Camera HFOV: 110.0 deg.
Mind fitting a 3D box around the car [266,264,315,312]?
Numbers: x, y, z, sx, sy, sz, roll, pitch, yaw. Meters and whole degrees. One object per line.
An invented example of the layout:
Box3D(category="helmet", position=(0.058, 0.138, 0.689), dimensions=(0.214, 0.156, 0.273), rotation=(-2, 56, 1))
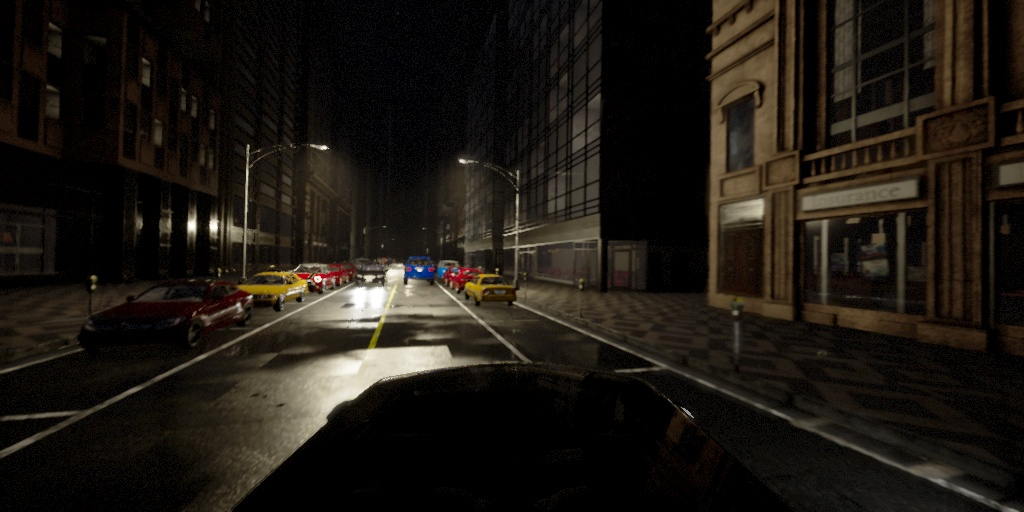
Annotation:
Box3D(category="car", position=(-9.226, 1.207, 13.721), dimensions=(1.751, 1.417, 4.829), rotation=(0, 0, -16))

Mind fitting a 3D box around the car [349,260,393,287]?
Box3D(category="car", position=(-9.788, 1.284, 25.269), dimensions=(2.128, 1.511, 4.902), rotation=(1, -1, -16))

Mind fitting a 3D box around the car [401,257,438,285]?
Box3D(category="car", position=(-7.160, 1.096, 27.548), dimensions=(2.150, 2.045, 5.566), rotation=(1, -1, -16))

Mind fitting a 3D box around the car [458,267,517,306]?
Box3D(category="car", position=(-1.143, 1.409, 16.446), dimensions=(1.751, 1.417, 4.829), rotation=(0, 0, -16))

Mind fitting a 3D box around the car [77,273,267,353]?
Box3D(category="car", position=(-7.702, 1.239, 8.508), dimensions=(1.802, 1.307, 4.207), rotation=(0, 0, -16))

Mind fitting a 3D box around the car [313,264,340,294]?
Box3D(category="car", position=(-10.846, 1.146, 19.261), dimensions=(1.967, 1.591, 4.097), rotation=(0, 0, -16))

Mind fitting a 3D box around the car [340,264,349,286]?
Box3D(category="car", position=(-12.418, 1.275, 24.638), dimensions=(1.888, 1.381, 4.507), rotation=(0, 0, -16))

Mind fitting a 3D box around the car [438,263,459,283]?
Box3D(category="car", position=(-4.240, 1.477, 27.037), dimensions=(1.888, 1.381, 4.507), rotation=(0, 0, -16))

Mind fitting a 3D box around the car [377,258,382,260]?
Box3D(category="car", position=(-20.278, 1.292, 51.521), dimensions=(1.967, 1.591, 4.097), rotation=(0, 0, -16))

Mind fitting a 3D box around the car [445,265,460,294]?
Box3D(category="car", position=(-2.668, 1.453, 21.660), dimensions=(1.888, 1.381, 4.507), rotation=(0, 0, -16))

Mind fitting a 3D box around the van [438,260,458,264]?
Box3D(category="van", position=(-5.812, 1.297, 32.414), dimensions=(1.690, 1.789, 3.998), rotation=(0, 0, -16))

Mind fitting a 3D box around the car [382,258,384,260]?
Box3D(category="car", position=(-21.850, 1.442, 56.898), dimensions=(1.948, 1.339, 4.313), rotation=(0, 0, -16))

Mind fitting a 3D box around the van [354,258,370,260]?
Box3D(category="van", position=(-17.134, 1.144, 40.768), dimensions=(1.690, 1.789, 3.998), rotation=(0, 0, -16))
